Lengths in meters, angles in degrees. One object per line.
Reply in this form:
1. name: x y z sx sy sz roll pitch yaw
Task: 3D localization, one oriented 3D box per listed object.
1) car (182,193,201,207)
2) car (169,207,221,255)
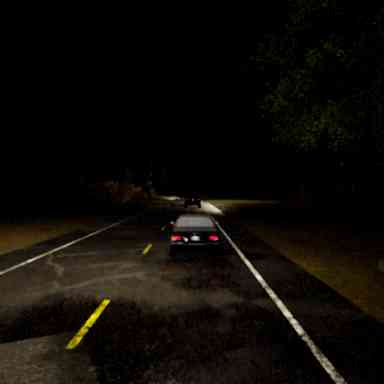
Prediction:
1. car: 0.101 1.130 47.154 2.150 2.045 5.566 0 0 0
2. car: 0.100 1.530 13.204 2.033 1.411 5.357 0 0 0
